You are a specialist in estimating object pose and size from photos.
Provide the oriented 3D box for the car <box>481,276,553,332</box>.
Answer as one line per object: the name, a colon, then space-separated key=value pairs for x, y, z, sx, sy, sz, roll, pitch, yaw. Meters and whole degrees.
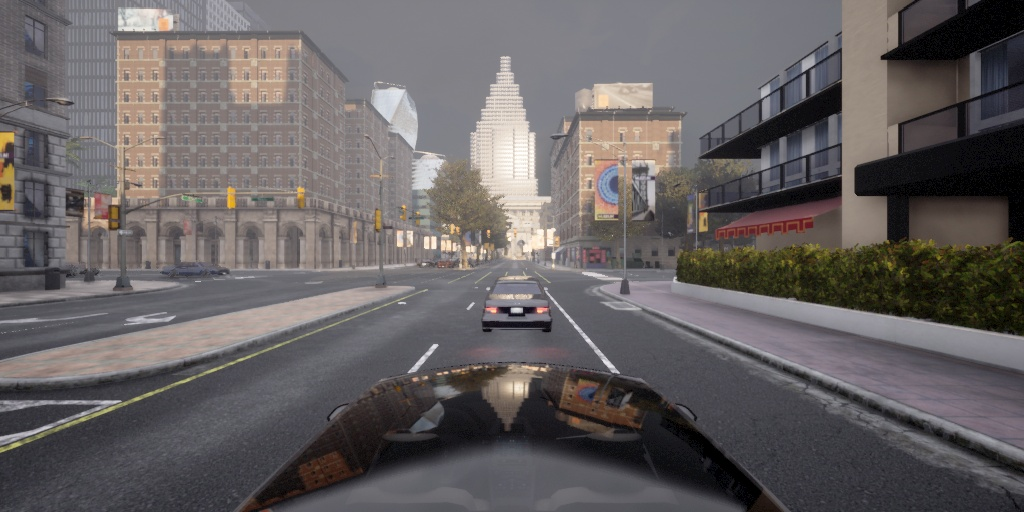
car: x=0.148 y=1.297 z=10.776 sx=2.033 sy=1.411 sz=5.357 roll=0 pitch=0 yaw=1

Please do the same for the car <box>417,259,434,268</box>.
car: x=-14.506 y=1.241 z=61.595 sx=2.128 sy=1.511 sz=4.902 roll=0 pitch=0 yaw=1

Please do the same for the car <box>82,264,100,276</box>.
car: x=-42.682 y=1.314 z=34.655 sx=4.181 sy=1.385 sz=1.994 roll=0 pitch=0 yaw=1

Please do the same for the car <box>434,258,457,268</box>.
car: x=-11.037 y=1.102 z=59.708 sx=2.097 sy=1.767 sz=4.553 roll=0 pitch=0 yaw=1

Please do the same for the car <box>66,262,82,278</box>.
car: x=-41.288 y=1.239 z=31.136 sx=4.902 sy=1.511 sz=2.128 roll=0 pitch=0 yaw=0

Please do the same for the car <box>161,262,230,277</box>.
car: x=-30.488 y=1.297 z=34.636 sx=5.357 sy=1.411 sz=2.033 roll=0 pitch=0 yaw=-1
